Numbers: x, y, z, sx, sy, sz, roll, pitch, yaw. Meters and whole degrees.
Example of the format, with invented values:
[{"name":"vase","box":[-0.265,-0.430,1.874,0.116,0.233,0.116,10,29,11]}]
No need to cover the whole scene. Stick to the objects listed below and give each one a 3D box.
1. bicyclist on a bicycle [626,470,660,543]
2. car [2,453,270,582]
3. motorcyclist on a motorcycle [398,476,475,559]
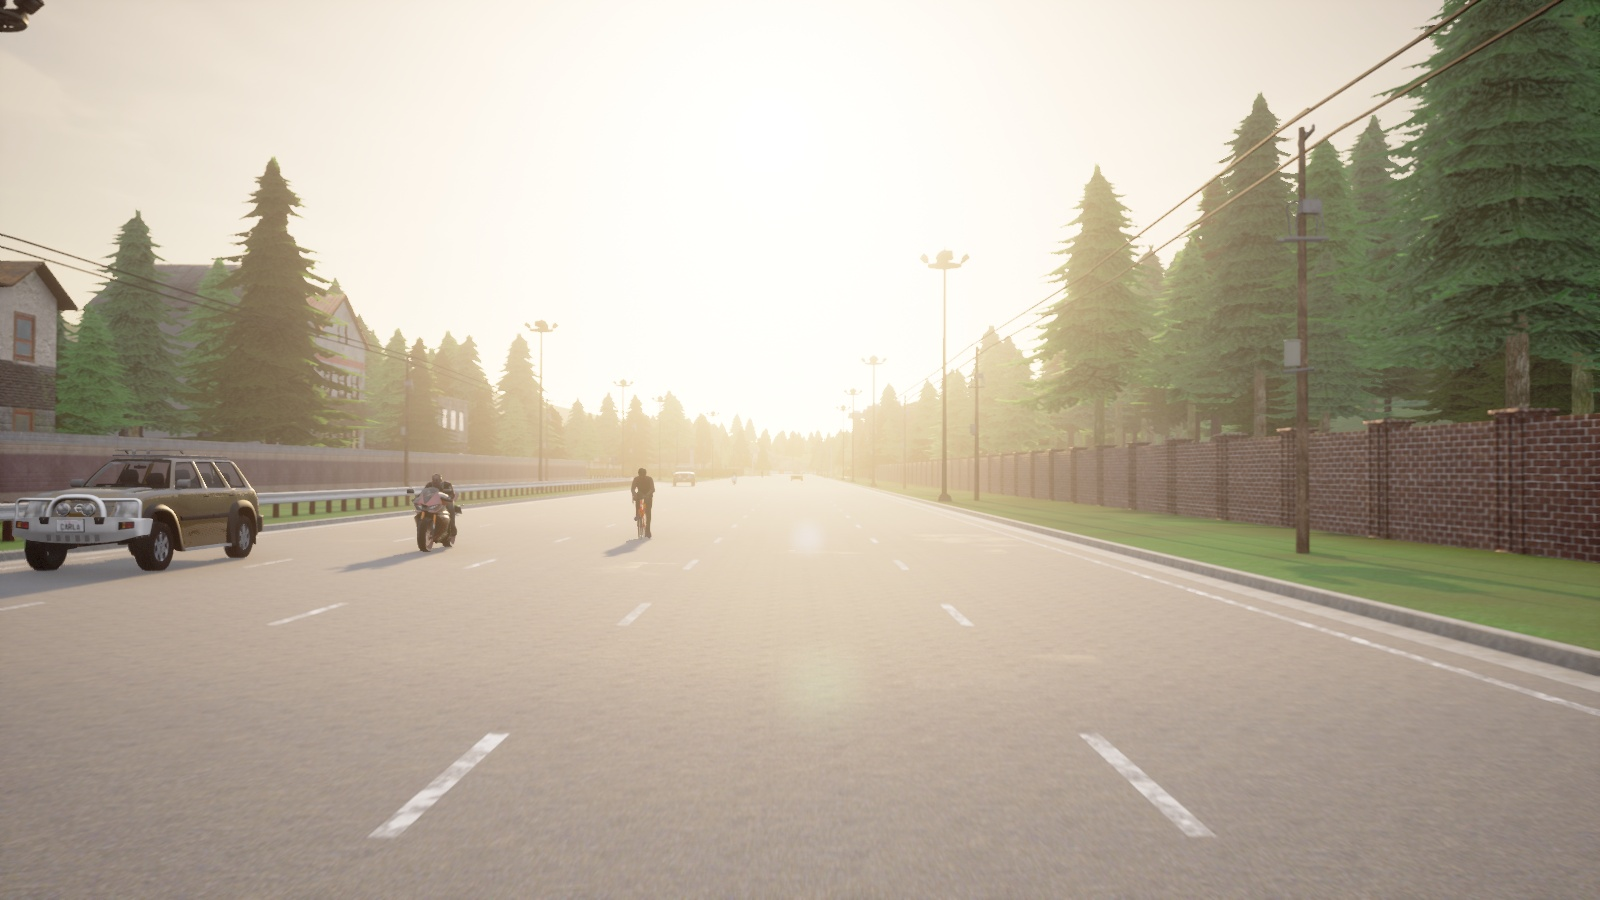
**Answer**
[{"name":"bicyclist on a bicycle","box":[-3.569,1.261,28.614,0.582,1.620,1.656,0,-1,0]},{"name":"car","box":[-10.550,1.015,20.420,1.932,1.855,4.605,0,-1,0]},{"name":"motorcyclist on a motorcycle","box":[-7.059,1.288,24.493,0.866,1.530,2.191,0,-1,0]}]
